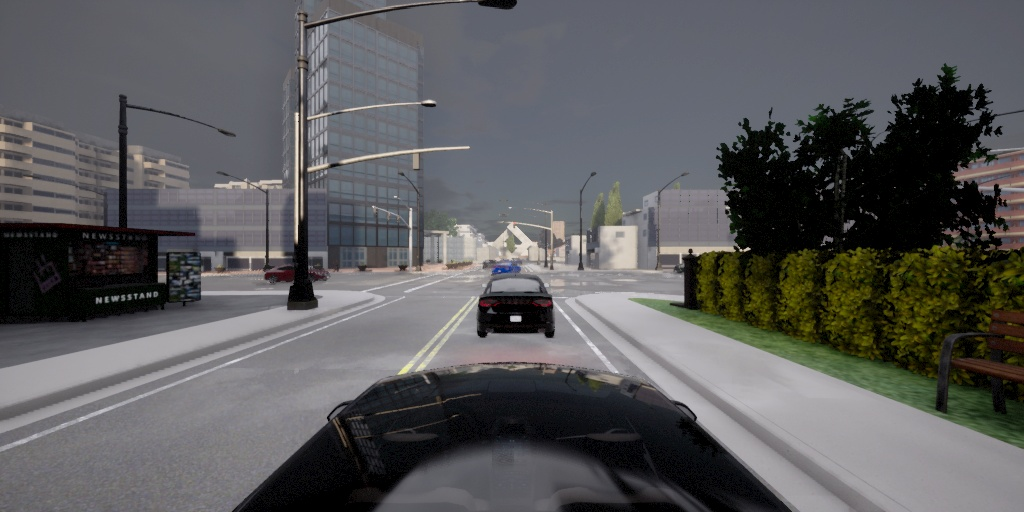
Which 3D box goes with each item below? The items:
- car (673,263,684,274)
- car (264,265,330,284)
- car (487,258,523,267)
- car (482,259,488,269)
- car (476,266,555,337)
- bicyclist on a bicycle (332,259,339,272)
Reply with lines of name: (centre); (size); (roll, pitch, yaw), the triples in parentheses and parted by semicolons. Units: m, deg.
car: (19.977, 1.058, 38.806); (4.553, 1.767, 2.097); (0, 0, 0)
car: (-16.699, 1.388, 27.948); (4.674, 1.442, 1.812); (0, 0, 0)
car: (-0.499, 1.244, 35.304); (1.882, 1.535, 5.008); (1, 0, 15)
car: (-3.395, 1.228, 54.136); (1.882, 1.535, 5.008); (0, 0, 0)
car: (0.107, 1.228, 10.355); (1.882, 1.535, 5.008); (0, 0, 1)
bicyclist on a bicycle: (-21.835, 1.216, 44.408); (0.582, 1.620, 1.656); (-1, 0, 0)
